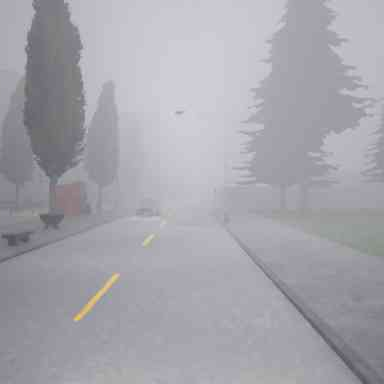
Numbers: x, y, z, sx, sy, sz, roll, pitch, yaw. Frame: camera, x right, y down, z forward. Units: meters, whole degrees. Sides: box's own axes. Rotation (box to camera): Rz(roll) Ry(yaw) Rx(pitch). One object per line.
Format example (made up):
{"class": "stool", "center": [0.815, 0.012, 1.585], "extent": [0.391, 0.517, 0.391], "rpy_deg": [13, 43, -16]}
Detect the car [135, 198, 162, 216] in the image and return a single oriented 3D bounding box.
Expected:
{"class": "car", "center": [-4.056, 1.332, 31.596], "extent": [2.097, 1.767, 4.553], "rpy_deg": [0, 0, 0]}
